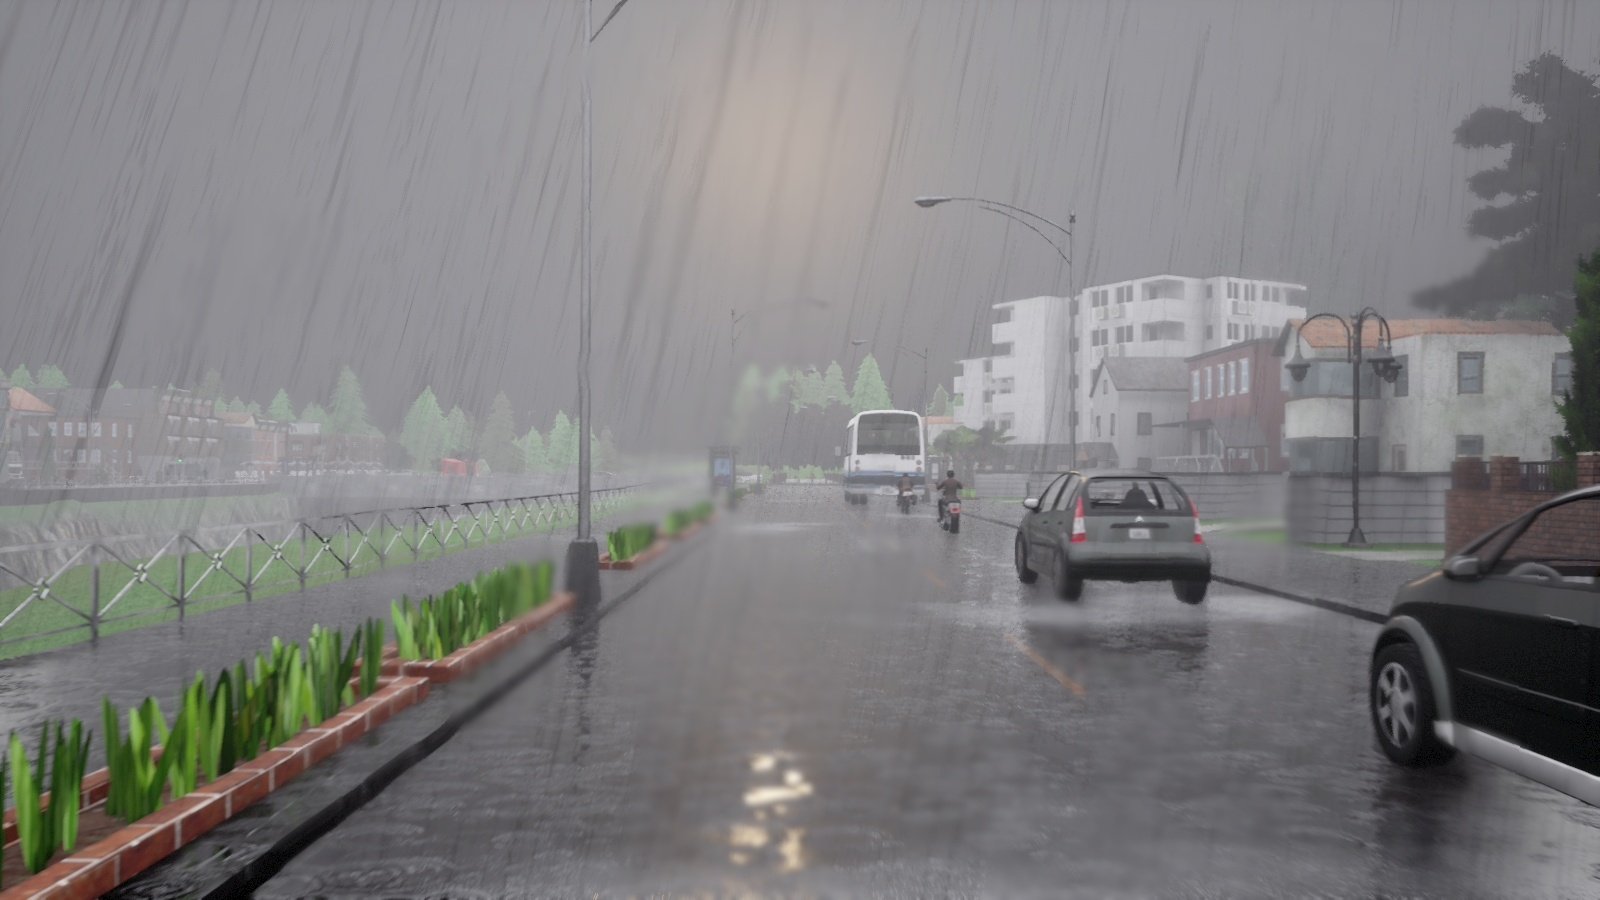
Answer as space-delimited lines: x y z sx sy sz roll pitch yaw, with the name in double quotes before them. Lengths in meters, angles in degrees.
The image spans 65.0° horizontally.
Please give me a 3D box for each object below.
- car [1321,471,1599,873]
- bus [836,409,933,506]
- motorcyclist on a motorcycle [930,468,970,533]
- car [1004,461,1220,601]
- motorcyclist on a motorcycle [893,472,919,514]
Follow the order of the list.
"car" 3.987 0.871 5.571 1.789 1.549 3.705 0 -1 0
"bus" 3.853 0.434 60.436 3.944 4.253 10.273 0 -1 0
"motorcyclist on a motorcycle" 3.923 1.302 33.018 0.766 1.649 2.350 0 -1 0
"car" 3.961 0.975 16.634 1.851 1.617 3.988 0 -1 0
"motorcyclist on a motorcycle" 3.892 1.555 46.243 0.797 1.523 2.044 0 -1 0
